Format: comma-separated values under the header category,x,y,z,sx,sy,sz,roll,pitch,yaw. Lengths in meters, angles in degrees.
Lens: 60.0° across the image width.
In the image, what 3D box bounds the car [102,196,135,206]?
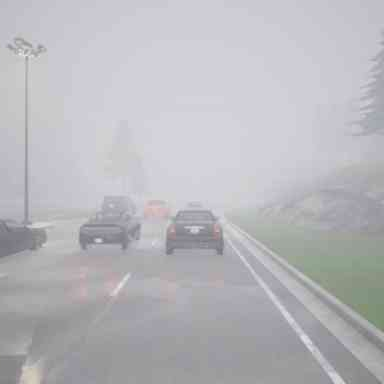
category,x,y,z,sx,sy,sz,roll,pitch,yaw
car,-6.729,1.365,30.987,2.150,2.045,5.566,0,0,2

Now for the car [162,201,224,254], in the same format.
category,x,y,z,sx,sy,sz,roll,pitch,yaw
car,0.103,1.415,13.835,2.097,1.767,4.553,0,0,0

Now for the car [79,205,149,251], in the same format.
category,x,y,z,sx,sy,sz,roll,pitch,yaw
car,-3.396,1.559,14.522,2.128,1.511,4.902,0,0,0

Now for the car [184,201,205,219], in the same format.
category,x,y,z,sx,sy,sz,roll,pitch,yaw
car,0.327,1.653,31.946,1.837,1.490,4.892,0,0,2

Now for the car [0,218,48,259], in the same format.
category,x,y,z,sx,sy,sz,roll,pitch,yaw
car,-6.896,1.600,11.327,2.033,1.411,5.357,0,0,0

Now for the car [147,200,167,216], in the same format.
category,x,y,z,sx,sy,sz,roll,pitch,yaw
car,-3.177,1.498,31.627,2.097,1.767,4.553,0,0,2
